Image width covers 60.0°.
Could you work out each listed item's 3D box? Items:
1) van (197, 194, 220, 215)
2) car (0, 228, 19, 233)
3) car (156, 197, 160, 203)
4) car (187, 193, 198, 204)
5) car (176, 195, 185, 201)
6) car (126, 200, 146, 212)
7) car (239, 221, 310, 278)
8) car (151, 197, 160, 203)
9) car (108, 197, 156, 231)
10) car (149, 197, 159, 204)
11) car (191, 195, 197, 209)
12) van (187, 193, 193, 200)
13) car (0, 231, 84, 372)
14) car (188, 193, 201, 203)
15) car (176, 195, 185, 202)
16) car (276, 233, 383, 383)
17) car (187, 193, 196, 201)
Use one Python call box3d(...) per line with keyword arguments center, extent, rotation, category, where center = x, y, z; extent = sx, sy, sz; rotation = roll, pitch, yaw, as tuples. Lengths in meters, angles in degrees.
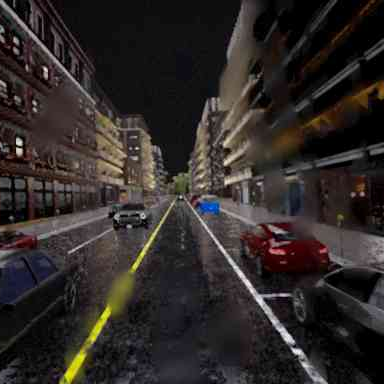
box3d(center=(1.654, 1.235, 31.826), extent=(1.690, 1.788, 3.998), rotation=(-1, 0, -2), category="van")
box3d(center=(-5.918, 1.732, 9.296), extent=(1.887, 1.381, 4.507), rotation=(-1, 0, -2), category="car")
box3d(center=(-7.906, 1.707, 64.972), extent=(1.887, 1.381, 4.507), rotation=(-1, 0, -2), category="car")
box3d(center=(0.660, 1.197, 59.662), extent=(2.192, 1.841, 5.009), rotation=(-1, 0, -2), category="car")
box3d(center=(-2.999, 1.416, 86.520), extent=(2.033, 1.411, 5.357), rotation=(-2, 0, -2), category="car")
box3d(center=(-7.110, 1.737, 42.701), extent=(1.947, 1.339, 4.313), rotation=(-1, 0, -2), category="car")
box3d(center=(2.455, 1.487, 9.555), extent=(1.802, 1.307, 4.206), rotation=(-1, 0, -2), category="car")
box3d(center=(-8.303, 1.740, 76.106), extent=(1.802, 1.307, 4.206), rotation=(-1, 0, -2), category="car")
box3d(center=(-3.782, 1.446, 21.823), extent=(2.097, 1.767, 4.553), rotation=(-2, 0, -2), category="car")
box3d(center=(-8.104, 1.742, 70.539), extent=(1.802, 1.307, 4.206), rotation=(-1, 0, -2), category="car")
box3d(center=(1.261, 1.434, 42.960), extent=(1.887, 1.381, 4.507), rotation=(-1, 0, -2), category="car")
box3d(center=(-0.532, 1.211, 93.068), extent=(1.690, 1.788, 3.998), rotation=(-1, 0, -2), category="van")
box3d(center=(-3.182, 1.650, 5.007), extent=(2.033, 1.411, 5.357), rotation=(-2, 0, -2), category="car")
box3d(center=(0.461, 1.195, 65.229), extent=(2.192, 1.841, 5.009), rotation=(-1, 0, -2), category="car")
box3d(center=(-2.628, 1.504, 76.220), extent=(2.033, 1.411, 5.357), rotation=(-2, 0, -2), category="car")
box3d(center=(2.653, 1.474, 3.987), extent=(1.947, 1.339, 4.313), rotation=(-1, 0, -2), category="car")
box3d(center=(-0.135, 1.189, 81.933), extent=(2.192, 1.841, 5.009), rotation=(-1, 0, -2), category="car")
